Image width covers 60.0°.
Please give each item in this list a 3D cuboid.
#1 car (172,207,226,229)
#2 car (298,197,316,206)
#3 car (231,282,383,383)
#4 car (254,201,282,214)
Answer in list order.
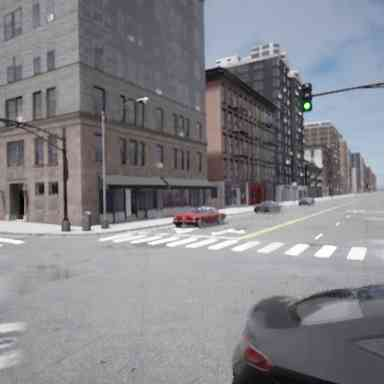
[{"bbox_3d":[0.589,1.736,23.112,1.895,1.301,4.718,-1,0,30],"label":"car"},{"bbox_3d":[18.572,1.542,53.567,2.033,1.411,5.357,-1,0,30],"label":"car"},{"bbox_3d":[2.580,1.504,2.415,4.674,1.442,1.812,0,0,30],"label":"car"},{"bbox_3d":[8.312,1.674,36.267,1.895,1.301,4.718,-1,0,30],"label":"car"}]
